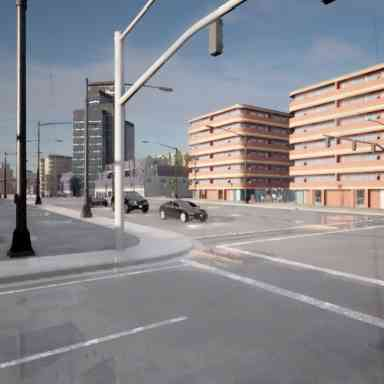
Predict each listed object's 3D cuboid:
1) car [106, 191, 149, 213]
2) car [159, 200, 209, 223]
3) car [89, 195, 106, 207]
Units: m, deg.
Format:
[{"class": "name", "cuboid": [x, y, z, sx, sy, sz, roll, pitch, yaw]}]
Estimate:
[{"class": "car", "cuboid": [-6.270, 0.945, 32.996, 2.150, 2.045, 5.566, 0, 1, -34]}, {"class": "car", "cuboid": [-0.706, 1.373, 24.843, 1.837, 1.490, 4.892, 0, 1, -34]}, {"class": "car", "cuboid": [-11.936, 1.111, 41.298, 1.994, 1.385, 4.181, 0, 1, -34]}]
